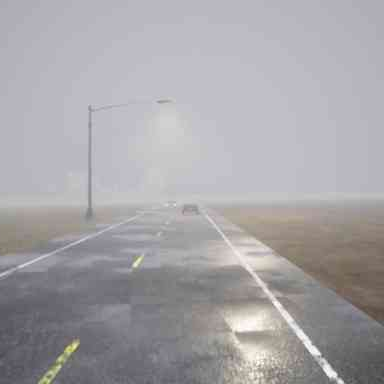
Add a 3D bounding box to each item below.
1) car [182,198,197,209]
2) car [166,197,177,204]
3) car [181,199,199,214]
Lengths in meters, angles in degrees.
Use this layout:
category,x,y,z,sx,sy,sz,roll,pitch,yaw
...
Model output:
category,x,y,z,sx,sy,sz,roll,pitch,yaw
car,-0.421,1.790,51.228,2.128,1.511,4.902,0,0,-1
car,-4.499,1.801,72.521,2.097,1.767,4.553,0,0,-1
car,-0.203,1.694,38.459,1.882,1.535,5.008,0,0,-1
